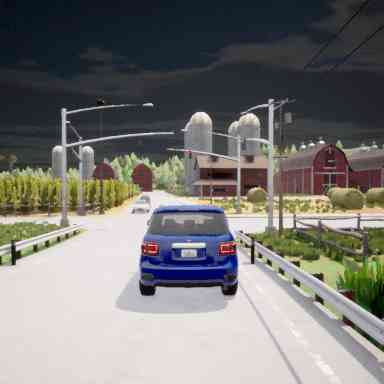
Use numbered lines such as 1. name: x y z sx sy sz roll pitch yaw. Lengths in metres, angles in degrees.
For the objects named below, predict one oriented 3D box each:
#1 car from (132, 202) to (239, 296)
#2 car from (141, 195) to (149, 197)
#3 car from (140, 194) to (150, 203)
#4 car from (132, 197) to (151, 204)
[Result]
1. car: -0.109 1.369 9.145 2.150 2.045 5.566 0 -2 -1
2. car: -7.138 1.471 49.713 1.994 1.385 4.181 0 1 -7
3. car: -8.729 1.238 62.315 1.812 1.442 4.674 0 1 -7
4. car: -5.695 1.624 37.481 1.812 1.442 4.674 0 1 -6
